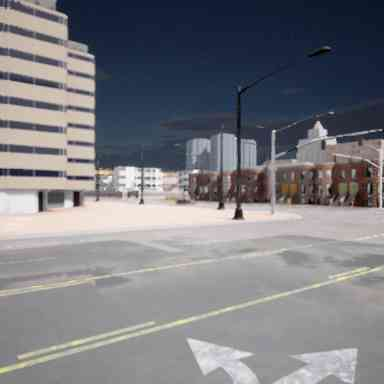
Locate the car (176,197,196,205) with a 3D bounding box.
[{"bbox_3d":[-1.106,1.606,59.830,1.812,1.442,4.674,0,0,-35],"label":"car"}]
